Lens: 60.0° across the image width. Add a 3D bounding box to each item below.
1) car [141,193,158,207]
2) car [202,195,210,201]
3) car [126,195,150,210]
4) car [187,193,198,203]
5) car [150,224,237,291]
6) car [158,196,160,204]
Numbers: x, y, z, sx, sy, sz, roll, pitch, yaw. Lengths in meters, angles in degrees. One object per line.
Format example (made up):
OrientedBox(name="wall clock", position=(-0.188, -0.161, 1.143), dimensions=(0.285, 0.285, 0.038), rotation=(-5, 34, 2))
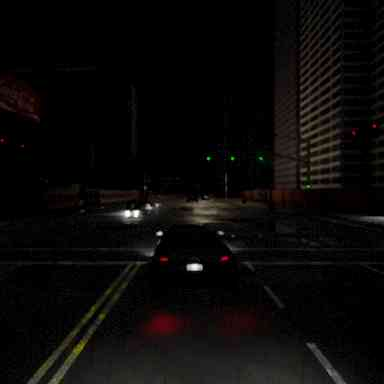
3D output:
OrientedBox(name="car", position=(-7.095, 1.178, 52.202), dimensions=(2.150, 2.045, 5.566), rotation=(0, 0, 0))
OrientedBox(name="car", position=(3.470, 1.457, 81.682), dimensions=(2.128, 1.511, 4.902), rotation=(0, 0, 0))
OrientedBox(name="car", position=(-7.103, 1.456, 42.249), dimensions=(2.128, 1.511, 4.902), rotation=(0, 0, 0))
OrientedBox(name="car", position=(0.087, 1.163, 69.270), dimensions=(2.150, 2.045, 5.566), rotation=(0, 0, 0))
OrientedBox(name="car", position=(-0.034, 1.556, 9.016), dimensions=(1.994, 1.385, 4.181), rotation=(0, 0, -3))
OrientedBox(name="car", position=(-7.029, 1.452, 62.564), dimensions=(1.837, 1.490, 4.892), rotation=(0, 0, 0))
